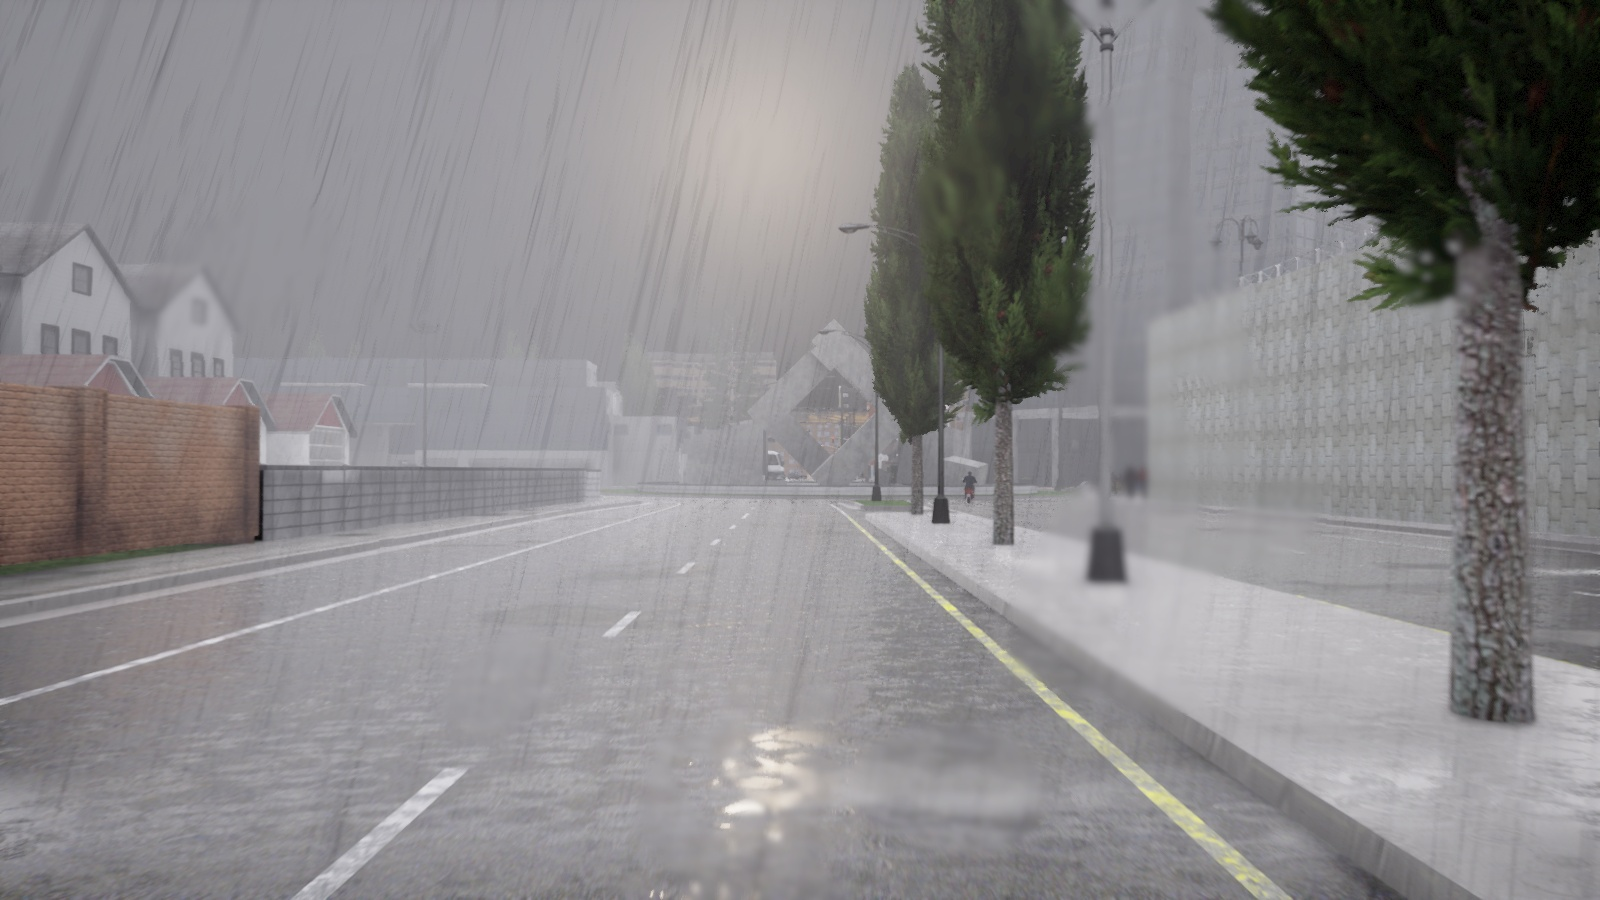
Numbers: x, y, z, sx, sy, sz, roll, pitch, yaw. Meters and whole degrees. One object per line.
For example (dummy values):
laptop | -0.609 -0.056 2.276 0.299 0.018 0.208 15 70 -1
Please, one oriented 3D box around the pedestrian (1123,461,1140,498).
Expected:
pedestrian | 16.548 1.454 62.738 0.634 1.844 0.899 -1 -1 27

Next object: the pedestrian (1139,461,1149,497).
pedestrian | 17.899 1.491 65.297 0.331 1.846 0.636 -1 -1 28
